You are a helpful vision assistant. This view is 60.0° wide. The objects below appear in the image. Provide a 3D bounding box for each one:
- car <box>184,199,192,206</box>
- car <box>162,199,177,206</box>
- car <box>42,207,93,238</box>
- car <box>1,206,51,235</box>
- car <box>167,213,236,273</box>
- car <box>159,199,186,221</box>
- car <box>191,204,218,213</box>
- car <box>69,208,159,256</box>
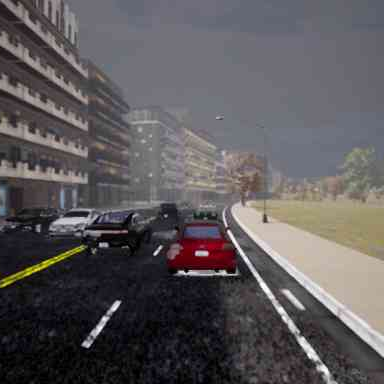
[{"bbox_3d":[-1.153,2.082,64.815,2.033,1.411,5.357,0,-1,9],"label":"car"},{"bbox_3d":[-4.362,2.035,65.329,1.812,1.442,4.674,0,-1,9],"label":"car"},{"bbox_3d":[-6.073,1.625,18.298,1.812,1.442,4.674,0,-1,3],"label":"car"},{"bbox_3d":[-9.260,1.614,19.850,1.837,1.490,4.892,0,-1,3],"label":"car"},{"bbox_3d":[0.328,1.622,10.902,1.994,1.385,4.181,0,0,2],"label":"car"},{"bbox_3d":[-1.920,1.683,29.392,1.837,1.490,4.892,0,0,4],"label":"car"},{"bbox_3d":[1.201,1.766,27.640,1.895,1.301,4.718,0,0,4],"label":"car"},{"bbox_3d":[-2.830,1.562,13.446,2.128,1.511,4.902,0,0,2],"label":"car"}]
